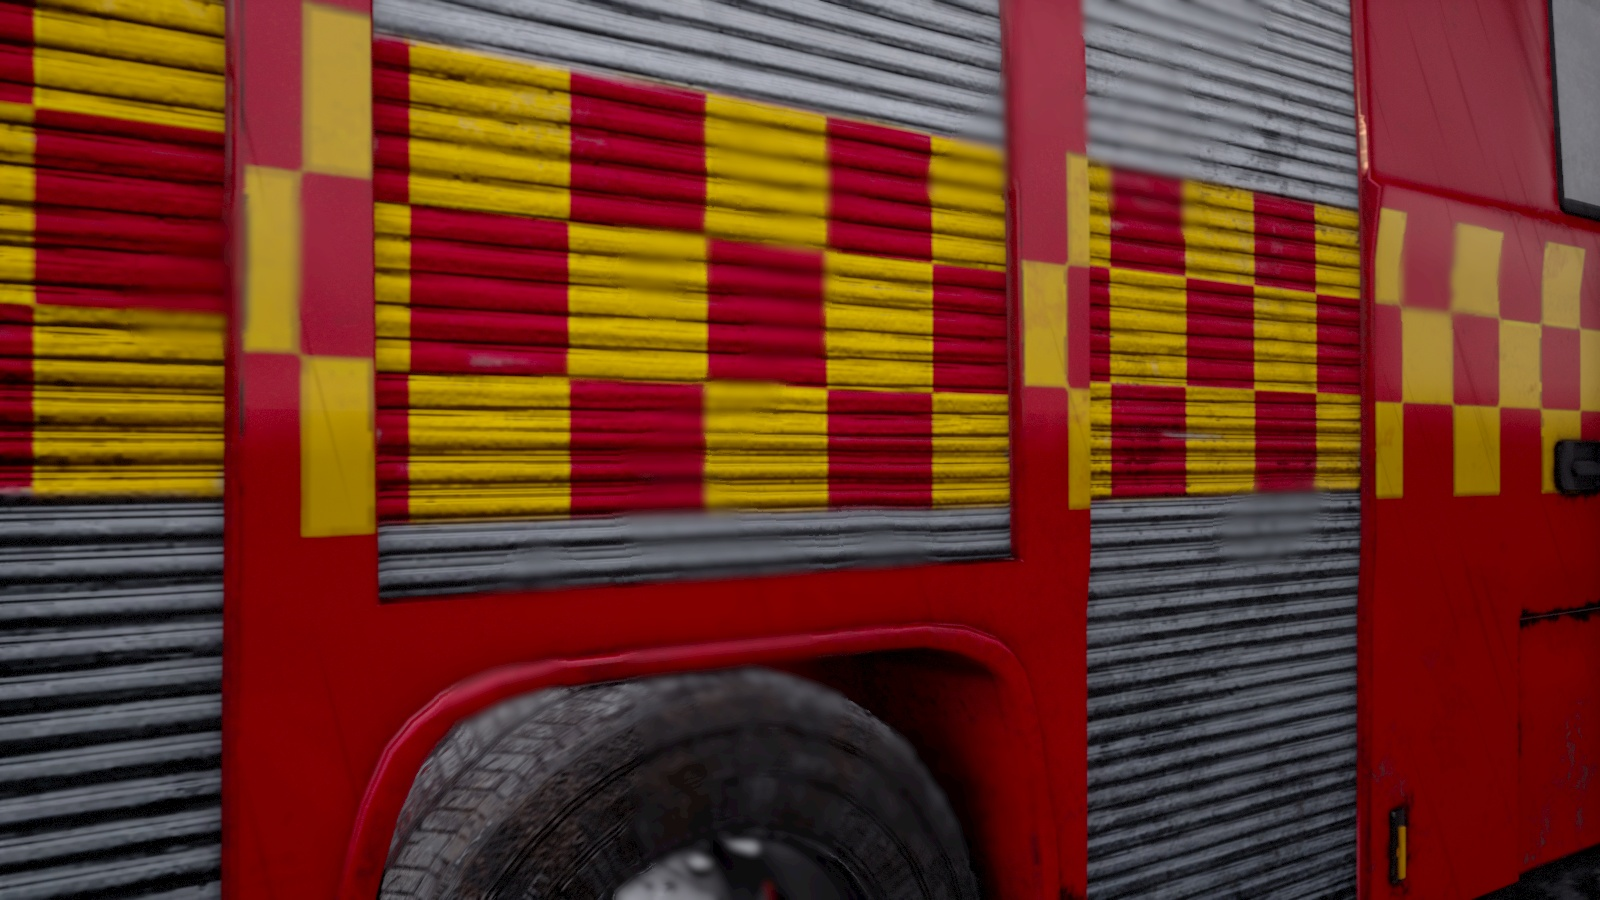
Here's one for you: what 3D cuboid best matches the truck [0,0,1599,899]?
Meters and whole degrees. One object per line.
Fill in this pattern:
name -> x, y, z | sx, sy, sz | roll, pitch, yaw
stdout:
truck -> 1.319, -0.411, 4.573 | 8.468, 3.827, 2.891 | 0, 0, -35
